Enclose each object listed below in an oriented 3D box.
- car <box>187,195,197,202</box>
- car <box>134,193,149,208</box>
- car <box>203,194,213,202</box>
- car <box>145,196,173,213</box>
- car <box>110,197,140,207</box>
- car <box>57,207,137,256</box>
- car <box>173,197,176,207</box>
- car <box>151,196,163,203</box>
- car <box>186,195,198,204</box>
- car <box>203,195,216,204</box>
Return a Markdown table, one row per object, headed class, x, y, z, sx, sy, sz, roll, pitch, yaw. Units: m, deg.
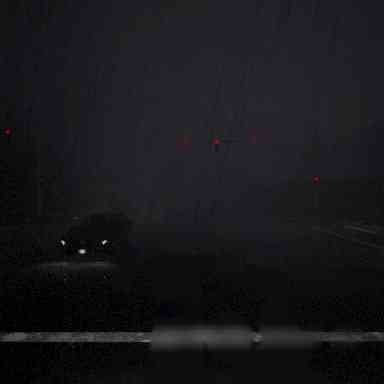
| class | x | y | z | sx | sy | sz | roll | pitch | yaw |
| --- | --- | --- | --- | --- | --- | --- | --- | --- | --- |
| car | -0.012 | 1.413 | 73.795 | 1.994 | 1.385 | 4.181 | 0 | 0 | 0 |
| car | -7.108 | 1.219 | 46.303 | 2.150 | 2.045 | 5.566 | 0 | 0 | 0 |
| car | 3.490 | 1.355 | 74.375 | 2.097 | 1.767 | 4.553 | 0 | 0 | 0 |
| car | -3.605 | 1.491 | 37.615 | 2.128 | 1.511 | 4.902 | 0 | 0 | 0 |
| car | -7.106 | 1.547 | 34.179 | 2.033 | 1.411 | 5.357 | 0 | 0 | 0 |
| car | -3.604 | 1.574 | 13.592 | 2.033 | 1.411 | 5.357 | 0 | 0 | 0 |
| car | -3.603 | 1.352 | 50.894 | 2.097 | 1.767 | 4.553 | 0 | 0 | 0 |
| car | -7.032 | 1.507 | 67.032 | 1.837 | 1.490 | 4.892 | 0 | -1 | 1 |
| car | -0.011 | 1.505 | 63.685 | 1.837 | 1.490 | 4.892 | 0 | 0 | 0 |
| car | 3.594 | 1.547 | 64.152 | 2.033 | 1.411 | 5.357 | 0 | 0 | 0 |
